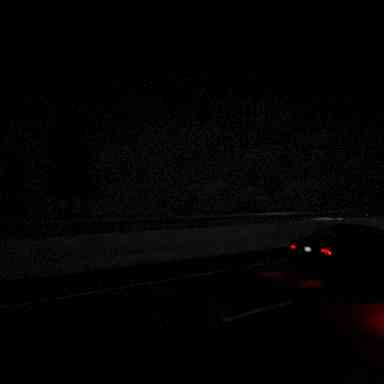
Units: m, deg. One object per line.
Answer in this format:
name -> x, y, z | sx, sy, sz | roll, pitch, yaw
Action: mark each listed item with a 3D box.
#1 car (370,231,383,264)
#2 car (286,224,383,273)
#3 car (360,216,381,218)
car -> 6.701, 1.694, 8.198 | 4.892, 1.490, 1.837 | 0, -2, -33
car -> 5.716, 1.852, 11.742 | 5.357, 1.411, 2.033 | 0, -2, -33
car -> 22.590, 2.524, 41.153 | 4.892, 1.490, 1.837 | 1, -2, -24
